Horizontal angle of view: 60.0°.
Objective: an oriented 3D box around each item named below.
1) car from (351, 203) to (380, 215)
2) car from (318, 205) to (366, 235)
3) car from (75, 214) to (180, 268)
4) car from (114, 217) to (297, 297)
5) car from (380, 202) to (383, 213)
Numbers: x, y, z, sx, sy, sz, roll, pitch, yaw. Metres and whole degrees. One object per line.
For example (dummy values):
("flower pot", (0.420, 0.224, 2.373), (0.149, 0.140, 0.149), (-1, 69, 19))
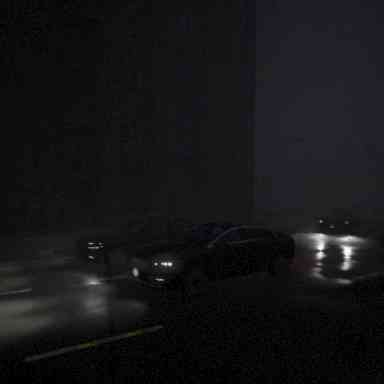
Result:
("car", (20.812, 2.051, 41.526), (1.994, 1.385, 4.181), (1, 0, -10))
("car", (9.408, 1.759, 20.981), (1.812, 1.442, 4.674), (0, -1, 36))
("car", (-1.439, 1.536, 11.575), (5.008, 1.535, 1.882), (1, 0, -36))
("car", (0.738, 1.555, 8.852), (4.902, 1.511, 2.128), (1, 0, -36))
("car", (24.099, 2.027, 41.732), (1.837, 1.490, 4.892), (1, 0, -8))
